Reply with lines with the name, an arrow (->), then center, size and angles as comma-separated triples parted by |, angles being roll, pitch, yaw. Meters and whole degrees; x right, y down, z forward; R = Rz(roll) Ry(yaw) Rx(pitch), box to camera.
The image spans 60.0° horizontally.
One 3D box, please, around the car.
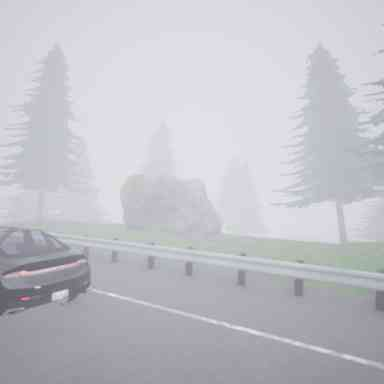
car -> -4.156, 1.474, 6.853 | 4.902, 1.511, 2.128 | 0, 0, 35
